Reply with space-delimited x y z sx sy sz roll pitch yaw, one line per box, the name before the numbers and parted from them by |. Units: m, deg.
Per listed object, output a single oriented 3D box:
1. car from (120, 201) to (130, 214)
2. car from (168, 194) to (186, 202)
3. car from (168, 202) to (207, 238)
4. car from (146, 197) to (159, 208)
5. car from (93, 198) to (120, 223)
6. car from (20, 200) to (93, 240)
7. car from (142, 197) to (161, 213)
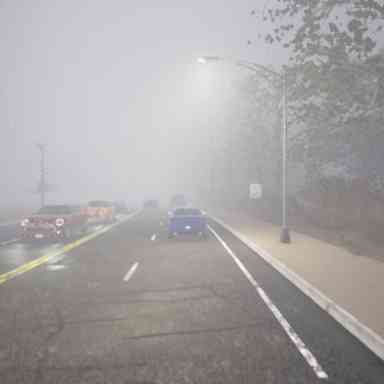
car | -7.849 1.624 35.633 1.994 1.385 4.181 0 0 -4
car | -1.973 1.287 44.464 2.150 2.045 5.566 0 0 -5
car | -0.283 1.508 17.941 1.882 1.535 5.008 0 0 -2
car | -5.867 1.554 50.278 1.882 1.535 5.008 0 0 -5
car | -7.248 1.398 25.754 2.097 1.767 4.553 0 0 -2
car | -6.928 1.386 17.162 2.097 1.767 4.553 0 0 -2
car | -4.721 1.565 38.289 1.837 1.490 4.892 0 0 -4
